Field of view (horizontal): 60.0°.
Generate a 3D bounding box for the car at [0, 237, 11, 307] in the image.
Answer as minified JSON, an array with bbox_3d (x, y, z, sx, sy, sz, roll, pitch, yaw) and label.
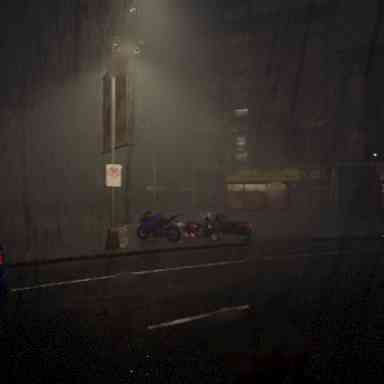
[{"bbox_3d":[-5.468,1.178,4.227,5.566,2.045,2.150,0,0,-35],"label":"car"}]
